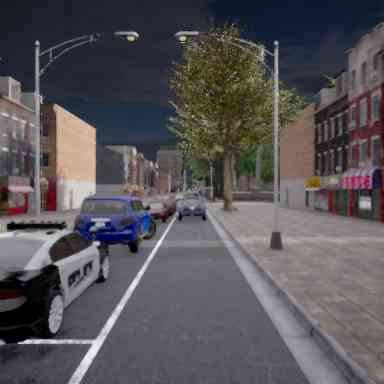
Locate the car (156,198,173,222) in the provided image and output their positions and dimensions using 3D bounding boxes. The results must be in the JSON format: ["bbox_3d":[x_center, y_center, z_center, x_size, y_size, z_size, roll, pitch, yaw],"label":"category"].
[{"bbox_3d":[-2.646,1.403,24.541,1.887,1.381,4.507,0,0,0],"label":"car"}]

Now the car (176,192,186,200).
[{"bbox_3d":[-2.684,0.886,79.197,2.192,1.841,5.009,0,0,0],"label":"car"}]

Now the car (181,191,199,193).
[{"bbox_3d":[0.061,0.977,42.949,2.150,2.045,5.566,0,0,0],"label":"car"}]

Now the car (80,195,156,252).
[{"bbox_3d":[-2.984,1.142,13.575,2.150,2.045,5.566,0,0,0],"label":"car"}]

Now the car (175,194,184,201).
[{"bbox_3d":[-2.678,1.125,73.760,1.752,1.417,4.829,0,0,0],"label":"car"}]

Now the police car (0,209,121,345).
[{"bbox_3d":[-3.011,1.386,6.649,1.930,1.638,5.238,0,0,0],"label":"police car"}]

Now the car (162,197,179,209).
[{"bbox_3d":[-2.652,1.348,41.376,1.802,1.307,4.206,0,0,0],"label":"car"}]

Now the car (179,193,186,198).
[{"bbox_3d":[-2.685,1.043,95.008,2.008,1.369,4.403,0,0,0],"label":"car"}]

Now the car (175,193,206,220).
[{"bbox_3d":[0.038,1.199,26.494,2.097,1.767,4.553,0,0,0],"label":"car"}]

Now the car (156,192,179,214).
[{"bbox_3d":[-2.648,1.142,30.151,2.192,1.841,5.009,0,0,0],"label":"car"}]
